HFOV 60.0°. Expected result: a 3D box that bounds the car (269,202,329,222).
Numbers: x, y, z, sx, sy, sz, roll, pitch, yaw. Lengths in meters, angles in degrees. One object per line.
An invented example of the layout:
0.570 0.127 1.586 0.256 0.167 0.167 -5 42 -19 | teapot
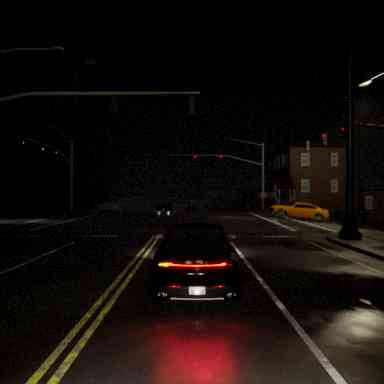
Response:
9.312 1.630 28.964 5.008 1.535 1.882 7 0 3 | car

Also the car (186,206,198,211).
-0.014 2.891 51.698 1.895 1.301 4.718 0 -10 0 | car

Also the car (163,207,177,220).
-3.674 3.615 55.725 2.033 1.411 5.357 0 -12 0 | car

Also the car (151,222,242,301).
0.088 1.505 8.325 1.837 1.490 4.892 0 0 0 | car

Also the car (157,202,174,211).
-3.662 2.056 45.623 2.033 1.411 5.357 0 -4 0 | car
